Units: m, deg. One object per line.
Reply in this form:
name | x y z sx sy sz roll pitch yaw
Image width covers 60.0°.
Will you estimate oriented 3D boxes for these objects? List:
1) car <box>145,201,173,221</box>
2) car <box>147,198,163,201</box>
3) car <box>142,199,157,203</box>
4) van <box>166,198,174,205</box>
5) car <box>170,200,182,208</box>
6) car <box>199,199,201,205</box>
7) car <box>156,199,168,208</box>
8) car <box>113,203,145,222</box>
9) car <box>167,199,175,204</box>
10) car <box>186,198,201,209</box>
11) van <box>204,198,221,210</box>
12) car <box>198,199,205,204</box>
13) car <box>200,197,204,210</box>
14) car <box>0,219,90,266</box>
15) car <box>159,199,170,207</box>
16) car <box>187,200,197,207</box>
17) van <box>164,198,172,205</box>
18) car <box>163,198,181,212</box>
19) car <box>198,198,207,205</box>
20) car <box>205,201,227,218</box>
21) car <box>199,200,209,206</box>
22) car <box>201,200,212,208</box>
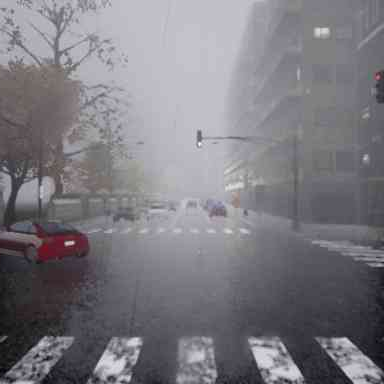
car | -3.102 1.863 31.146 1.812 1.442 4.674 0 -1 0
car | -5.694 1.824 46.231 2.192 1.841 5.009 0 -1 0
car | -5.693 1.968 40.429 1.752 1.417 4.829 0 -1 0
van | -5.700 2.327 85.638 1.690 1.788 3.998 0 -1 0
car | -3.009 2.217 63.469 2.128 1.511 4.902 0 -1 0
car | 2.684 2.191 57.489 2.008 1.369 4.403 0 -1 0
car | -5.697 2.149 63.120 1.967 1.590 4.097 0 -1 0
car | -5.692 1.883 29.338 1.947 1.339 4.313 0 -1 0
car | -5.701 2.609 91.265 2.008 1.369 4.403 0 -1 0
car | -0.008 2.139 58.054 2.128 1.511 4.902 0 -1 0
van | 2.688 1.785 40.602 1.690 1.788 3.998 0 -1 0
car | 2.679 2.640 91.267 1.802 1.307 4.206 0 -1 0
car | 2.686 2.014 51.861 1.967 1.590 4.097 0 -1 0
car | -5.621 1.667 12.090 4.181 1.385 1.994 -1 0 36
car | -5.697 2.217 68.748 1.967 1.590 4.097 0 -1 0
car | -0.008 2.282 68.472 2.033 1.411 5.357 0 -1 0
van | -5.699 2.256 80.009 1.690 1.788 3.998 0 -1 0
car | -3.092 2.006 46.561 2.128 1.511 4.902 0 -1 0
car | 2.680 2.426 85.638 1.967 1.590 4.097 0 -1 0
car | 2.688 1.924 34.969 1.887 1.381 4.507 0 -1 0
car | 2.682 2.395 74.378 2.008 1.369 4.403 0 -1 0
car | 2.683 2.253 63.118 1.887 1.381 4.507 0 -1 0
